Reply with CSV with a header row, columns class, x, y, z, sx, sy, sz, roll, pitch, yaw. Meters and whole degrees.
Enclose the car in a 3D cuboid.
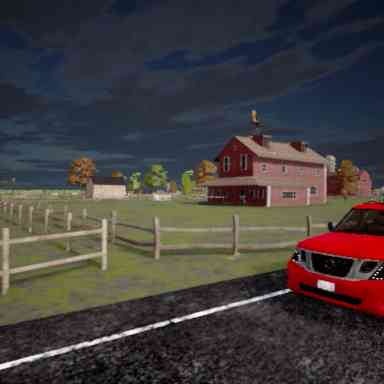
class,x,y,z,sx,sy,sz,roll,pitch,yaw
car,4.507,1.225,7.211,5.566,2.045,2.150,0,0,-36
